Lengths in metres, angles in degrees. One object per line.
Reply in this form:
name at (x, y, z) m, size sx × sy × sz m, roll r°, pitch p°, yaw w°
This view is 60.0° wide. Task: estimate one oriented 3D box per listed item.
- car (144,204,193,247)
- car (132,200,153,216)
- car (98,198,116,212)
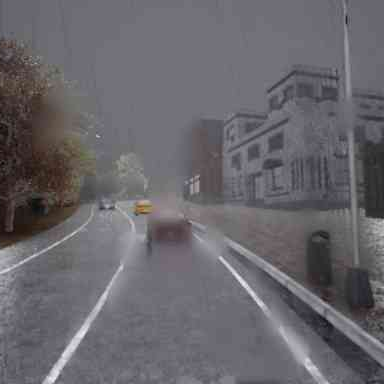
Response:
car at (-1.118, 1.532, 15.372) m, size 1.882 × 1.535 × 5.008 m, roll 1°, pitch 0°, yaw -7°
car at (-4.896, 1.547, 33.452) m, size 1.882 × 1.535 × 5.008 m, roll 1°, pitch 0°, yaw -15°
car at (-10.013, 1.463, 39.166) m, size 2.128 × 1.511 × 4.902 m, roll 1°, pitch 0°, yaw -16°
